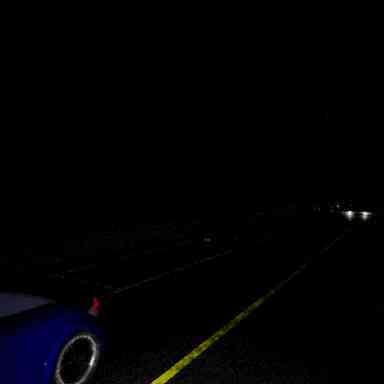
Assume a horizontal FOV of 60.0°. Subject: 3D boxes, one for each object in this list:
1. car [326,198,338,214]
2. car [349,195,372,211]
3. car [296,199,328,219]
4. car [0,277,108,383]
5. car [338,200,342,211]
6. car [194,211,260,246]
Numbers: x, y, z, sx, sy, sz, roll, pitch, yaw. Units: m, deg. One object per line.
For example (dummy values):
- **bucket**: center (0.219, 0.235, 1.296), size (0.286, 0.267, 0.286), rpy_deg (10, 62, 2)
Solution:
- **car**: center (13.342, 1.567, 34.179), size (1.947, 1.339, 4.313), rpy_deg (0, 0, 32)
- **car**: center (20.501, 1.514, 40.719), size (1.882, 1.535, 5.008), rpy_deg (0, 0, 32)
- **car**: center (10.446, 1.582, 29.474), size (1.802, 1.307, 4.206), rpy_deg (0, 0, 32)
- **car**: center (-2.809, 1.564, 3.045), size (1.994, 1.385, 4.181), rpy_deg (0, 0, 32)
- **car**: center (16.239, 1.441, 38.884), size (1.967, 1.590, 4.097), rpy_deg (0, 0, 32)
- **car**: center (1.756, 1.566, 15.359), size (1.947, 1.339, 4.313), rpy_deg (0, 0, 32)
